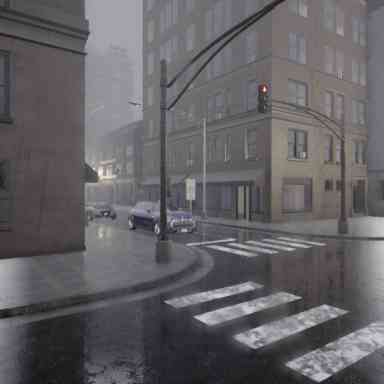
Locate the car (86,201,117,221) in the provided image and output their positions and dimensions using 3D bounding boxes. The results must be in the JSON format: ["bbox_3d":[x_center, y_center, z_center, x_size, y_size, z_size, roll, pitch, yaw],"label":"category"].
[{"bbox_3d":[-7.472,1.428,26.049,1.994,1.385,4.181,0,0,-35],"label":"car"}]

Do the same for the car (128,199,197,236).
[{"bbox_3d":[-1.675,1.269,17.944,2.097,1.767,4.553,0,0,-36],"label":"car"}]
